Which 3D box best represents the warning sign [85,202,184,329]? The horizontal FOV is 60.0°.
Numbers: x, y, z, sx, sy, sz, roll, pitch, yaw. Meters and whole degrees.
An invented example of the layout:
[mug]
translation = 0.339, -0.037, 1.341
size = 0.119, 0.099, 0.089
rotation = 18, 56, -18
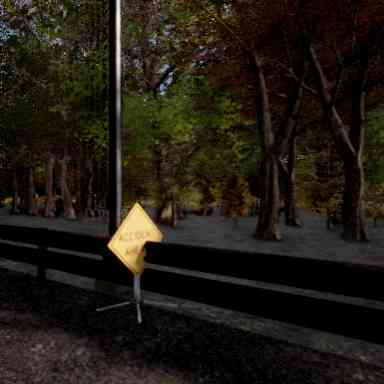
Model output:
[warning sign]
translation = -0.977, 1.123, 5.836
size = 1.060, 1.860, 1.300
rotation = -1, 0, 35
